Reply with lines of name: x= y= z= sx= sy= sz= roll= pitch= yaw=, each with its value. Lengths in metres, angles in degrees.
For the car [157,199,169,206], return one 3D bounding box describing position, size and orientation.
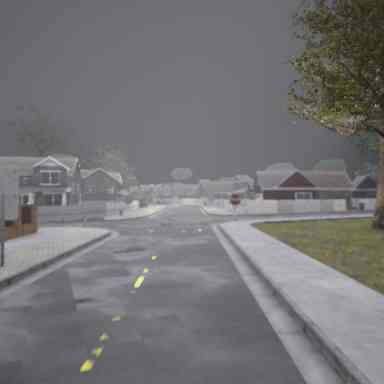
car: x=-6.893 y=2.472 z=78.614 sx=2.128 sy=1.511 sz=4.902 roll=1 pitch=-1 yaw=-23
